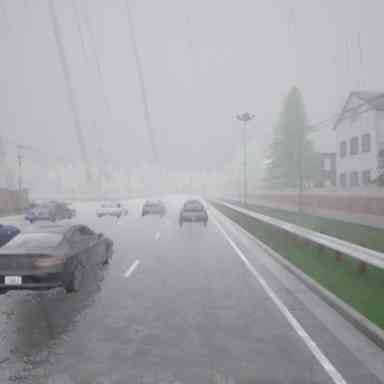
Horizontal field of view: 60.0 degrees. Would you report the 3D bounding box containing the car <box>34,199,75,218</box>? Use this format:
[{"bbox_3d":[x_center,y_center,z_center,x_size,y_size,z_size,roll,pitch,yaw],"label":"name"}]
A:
[{"bbox_3d":[-10.399,1.523,24.768,2.033,1.411,5.357,0,0,0],"label":"car"}]

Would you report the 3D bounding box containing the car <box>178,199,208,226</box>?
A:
[{"bbox_3d":[0.102,1.469,22.877,2.128,1.511,4.902,0,0,0],"label":"car"}]

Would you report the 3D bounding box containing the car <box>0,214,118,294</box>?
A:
[{"bbox_3d":[-3.413,1.517,8.650,1.812,1.442,4.674,0,0,0],"label":"car"}]

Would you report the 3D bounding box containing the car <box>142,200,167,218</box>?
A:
[{"bbox_3d":[-3.398,1.462,30.376,2.128,1.511,4.902,0,0,0],"label":"car"}]

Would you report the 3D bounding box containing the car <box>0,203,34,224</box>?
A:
[{"bbox_3d":[-6.901,1.342,9.812,2.097,1.767,4.553,0,0,0],"label":"car"}]

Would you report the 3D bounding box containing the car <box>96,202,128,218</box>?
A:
[{"bbox_3d":[-6.900,1.572,29.294,1.895,1.301,4.718,0,0,0],"label":"car"}]
